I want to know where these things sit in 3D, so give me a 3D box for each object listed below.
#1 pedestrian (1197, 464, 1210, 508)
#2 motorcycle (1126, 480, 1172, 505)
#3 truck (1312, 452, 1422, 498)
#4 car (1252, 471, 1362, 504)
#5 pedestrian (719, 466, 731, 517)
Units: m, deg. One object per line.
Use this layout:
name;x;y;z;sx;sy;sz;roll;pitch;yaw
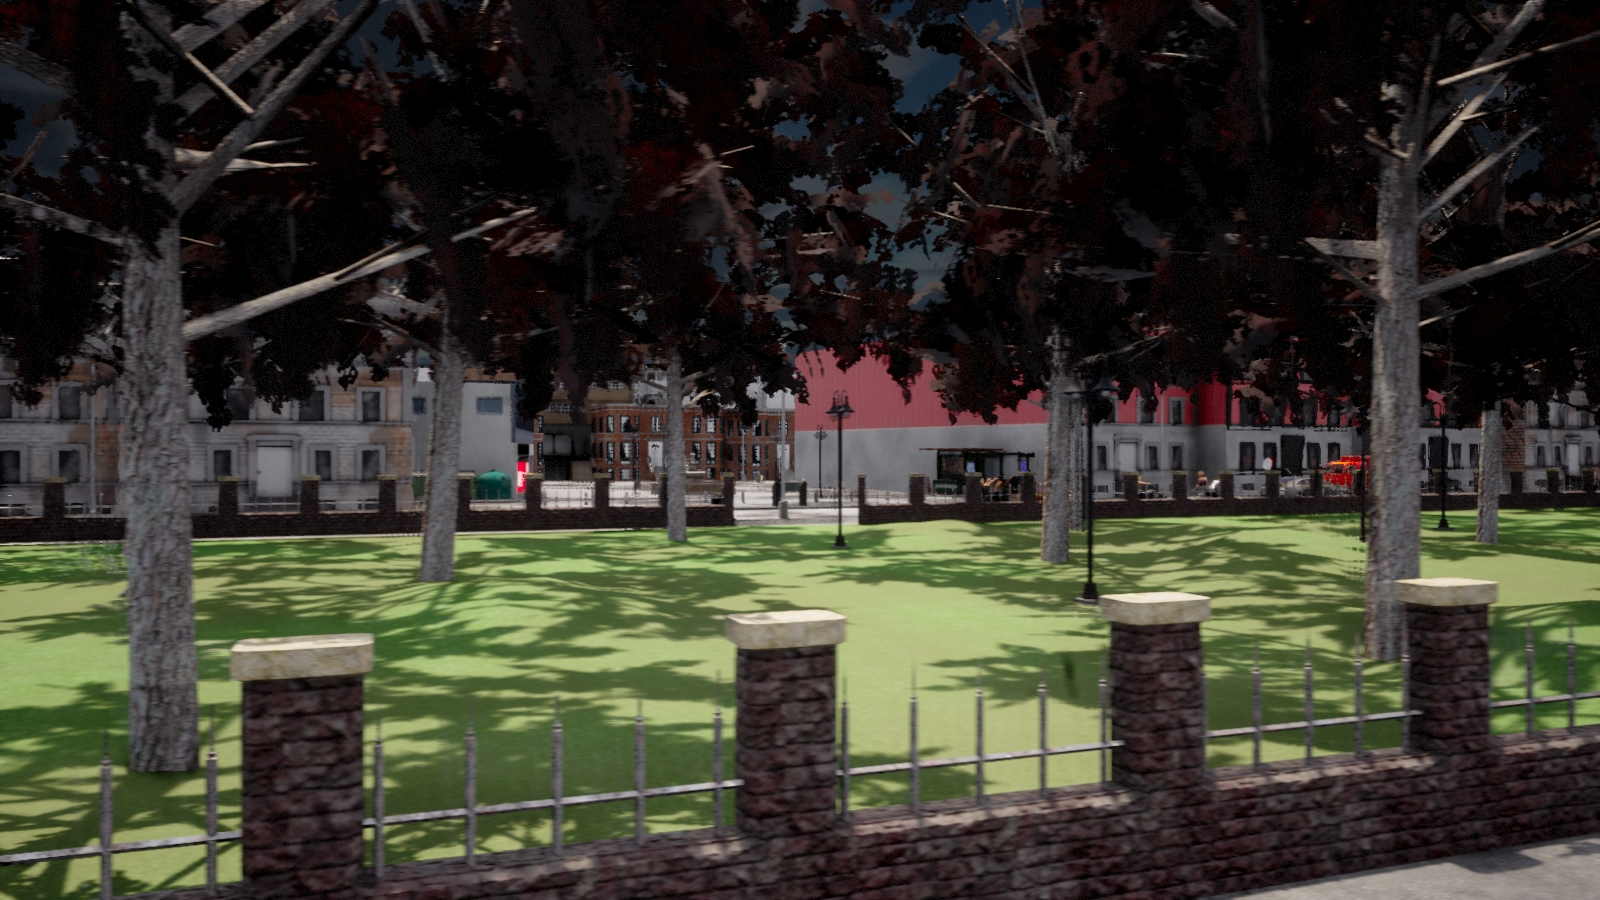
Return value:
pedestrian;17.276;1.526;48.960;0.375;1.860;0.375;0;0;-20
motorcycle;16.422;1.994;53.776;2.033;1.145;0.803;0;0;-20
truck;31.479;1.349;63.494;5.204;2.467;2.627;0;0;-20
car;25.266;1.828;56.960;4.902;1.511;2.128;0;0;-20
pedestrian;-2.744;1.524;42.000;0.375;1.860;0.375;0;0;-17
